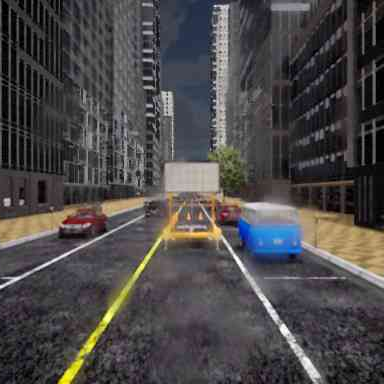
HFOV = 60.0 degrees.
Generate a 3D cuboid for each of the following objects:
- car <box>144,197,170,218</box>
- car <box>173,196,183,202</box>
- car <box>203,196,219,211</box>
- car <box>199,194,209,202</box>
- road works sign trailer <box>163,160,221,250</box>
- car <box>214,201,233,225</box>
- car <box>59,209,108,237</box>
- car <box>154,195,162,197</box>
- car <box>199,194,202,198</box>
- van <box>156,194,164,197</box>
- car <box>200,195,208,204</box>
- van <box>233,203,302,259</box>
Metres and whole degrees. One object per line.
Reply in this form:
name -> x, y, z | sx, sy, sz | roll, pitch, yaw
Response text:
car -> -3.100, 1.480, 30.219 | 1.837, 1.490, 4.892 | 0, 0, 0
car -> -3.007, 1.488, 71.541 | 1.895, 1.301, 4.718 | 0, 0, 0
car -> 2.687, 1.548, 40.699 | 1.802, 1.307, 4.206 | 0, 0, 0
car -> 2.684, 1.341, 74.853 | 1.967, 1.590, 4.097 | 0, 0, 0
road works sign trailer -> -0.002, 0.453, 14.255 | 2.380, 3.560, 2.880 | 0, 0, 0
car -> 2.688, 1.563, 23.621 | 1.802, 1.307, 4.206 | 0, 0, 0
car -> -5.693, 1.567, 17.931 | 1.802, 1.307, 4.206 | 0, 0, 0
car -> -5.695, 1.511, 46.394 | 2.008, 1.369, 4.403 | 0, 0, 0
car -> 2.685, 1.492, 57.776 | 2.008, 1.369, 4.403 | 0, 0, 0
van -> -5.695, 1.282, 57.779 | 1.690, 1.788, 3.998 | 0, 0, 0
car -> 2.686, 1.503, 52.084 | 2.008, 1.369, 4.403 | 0, 0, 0
van -> 2.689, 1.331, 12.237 | 1.690, 1.788, 3.998 | 0, 0, 0
